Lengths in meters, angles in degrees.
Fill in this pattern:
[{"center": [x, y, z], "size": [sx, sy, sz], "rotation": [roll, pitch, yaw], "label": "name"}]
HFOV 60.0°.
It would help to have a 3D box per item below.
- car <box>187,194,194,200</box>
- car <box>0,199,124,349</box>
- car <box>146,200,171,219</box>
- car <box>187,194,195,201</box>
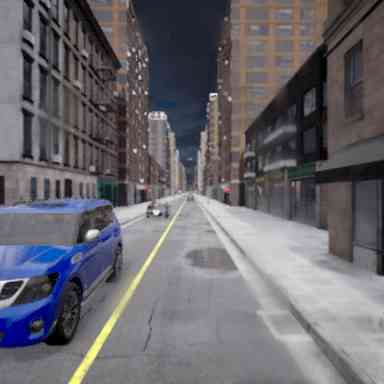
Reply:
[{"center": [-0.329, 1.302, 88.737], "size": [1.812, 1.442, 4.674], "rotation": [0, 0, 0], "label": "car"}, {"center": [-2.871, 1.216, 6.732], "size": [2.150, 2.045, 5.566], "rotation": [0, 1, 0], "label": "car"}, {"center": [-2.868, 1.479, 29.188], "size": [2.128, 1.511, 4.902], "rotation": [0, 0, 0], "label": "car"}, {"center": [-0.290, 1.479, 78.318], "size": [2.033, 1.411, 5.357], "rotation": [0, 0, 0], "label": "car"}]
